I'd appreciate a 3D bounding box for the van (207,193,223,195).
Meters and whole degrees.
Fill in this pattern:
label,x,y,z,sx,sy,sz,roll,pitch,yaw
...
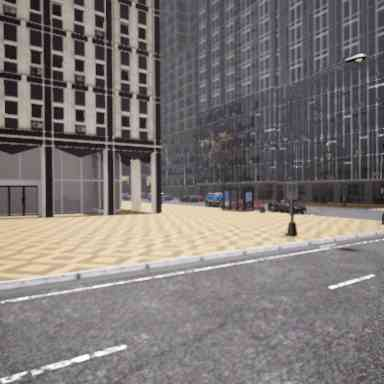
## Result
label,x,y,z,sx,sy,sz,roll,pitch,yaw
van,4.047,1.002,58.033,1.690,1.788,3.998,0,1,-34

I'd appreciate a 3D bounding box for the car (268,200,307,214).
label,x,y,z,sx,sy,sz,roll,pitch,yaw
car,9.821,1.535,34.459,1.947,1.339,4.313,0,1,-34

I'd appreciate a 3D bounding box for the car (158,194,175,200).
label,x,y,z,sx,sy,sz,roll,pitch,yaw
car,-5.558,1.084,72.124,1.802,1.307,4.206,0,1,-34

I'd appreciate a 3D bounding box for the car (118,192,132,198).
label,x,y,z,sx,sy,sz,roll,pitch,yaw
car,-18.364,0.838,90.907,2.008,1.369,4.403,0,1,-34

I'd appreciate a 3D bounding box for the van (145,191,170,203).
label,x,y,z,sx,sy,sz,roll,pitch,yaw
van,-6.078,1.051,58.010,1.690,1.788,3.998,0,1,-34

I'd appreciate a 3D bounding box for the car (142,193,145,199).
label,x,y,z,sx,sy,sz,roll,pitch,yaw
car,-8.759,0.763,76.817,2.192,1.841,5.009,0,1,-34

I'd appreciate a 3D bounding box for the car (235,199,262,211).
label,x,y,z,sx,sy,sz,roll,pitch,yaw
car,6.634,1.500,39.167,1.802,1.307,4.206,0,1,-34

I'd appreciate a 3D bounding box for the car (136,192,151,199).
label,x,y,z,sx,sy,sz,roll,pitch,yaw
car,-11.961,0.835,81.514,1.967,1.590,4.097,0,1,-34

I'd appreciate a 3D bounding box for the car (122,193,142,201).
label,x,y,z,sx,sy,sz,roll,pitch,yaw
car,-12.483,1.154,67.404,2.008,1.369,4.403,0,1,-34

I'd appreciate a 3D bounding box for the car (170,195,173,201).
label,x,y,z,sx,sy,sz,roll,pitch,yaw
car,-6.163,0.911,68.396,2.097,1.767,4.553,-1,1,-34

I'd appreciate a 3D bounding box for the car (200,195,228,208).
label,x,y,z,sx,sy,sz,roll,pitch,yaw
car,3.480,1.432,43.895,1.947,1.339,4.313,0,1,-34

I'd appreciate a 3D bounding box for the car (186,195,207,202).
label,x,y,z,sx,sy,sz,roll,pitch,yaw
car,0.845,1.191,62.731,1.802,1.307,4.206,0,1,-34

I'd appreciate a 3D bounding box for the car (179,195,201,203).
label,x,y,z,sx,sy,sz,roll,pitch,yaw
car,-0.610,1.215,60.258,1.994,1.385,4.181,-1,1,-35
